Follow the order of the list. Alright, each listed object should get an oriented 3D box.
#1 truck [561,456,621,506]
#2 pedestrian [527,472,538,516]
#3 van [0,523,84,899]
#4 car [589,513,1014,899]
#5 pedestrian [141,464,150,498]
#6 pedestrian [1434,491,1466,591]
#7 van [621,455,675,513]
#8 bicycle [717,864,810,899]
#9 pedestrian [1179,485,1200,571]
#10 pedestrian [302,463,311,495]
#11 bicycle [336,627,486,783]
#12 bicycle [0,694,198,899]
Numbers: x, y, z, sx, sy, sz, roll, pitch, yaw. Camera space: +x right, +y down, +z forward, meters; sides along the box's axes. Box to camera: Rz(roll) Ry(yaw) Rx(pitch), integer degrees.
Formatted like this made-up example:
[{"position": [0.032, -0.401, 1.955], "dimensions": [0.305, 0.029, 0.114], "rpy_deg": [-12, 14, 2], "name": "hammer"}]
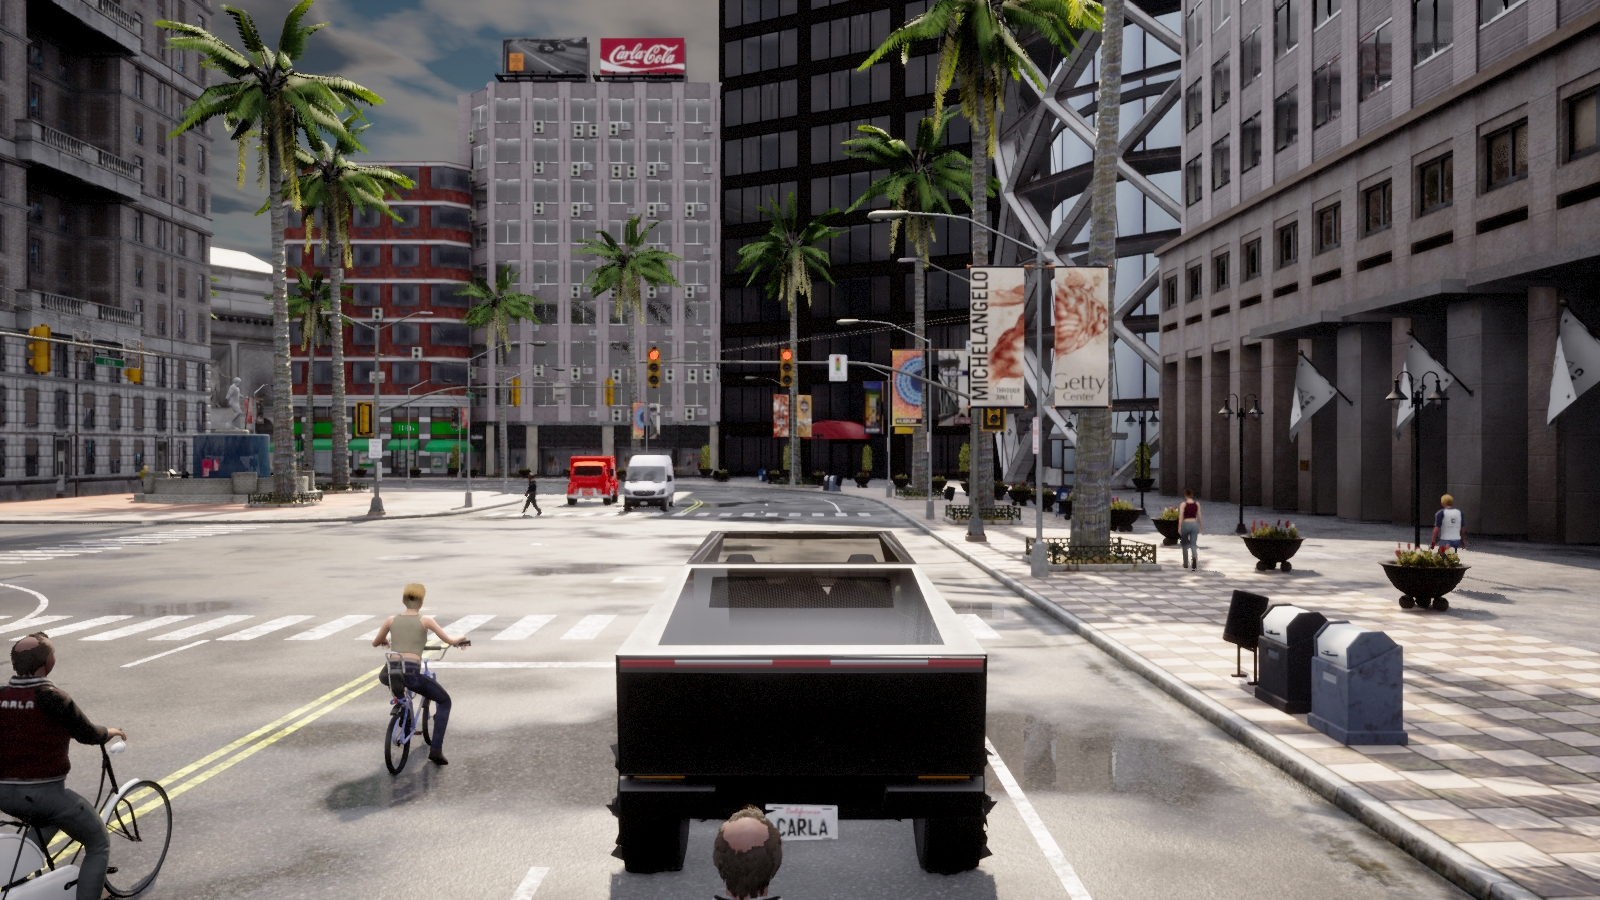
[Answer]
[{"position": [-10.821, 1.571, 59.473], "dimensions": [2.627, 2.467, 5.204], "rpy_deg": [0, 0, -5], "name": "truck"}, {"position": [-11.348, 1.849, 48.466], "dimensions": [0.375, 1.860, 0.375], "rpy_deg": [0, 0, -1], "name": "pedestrian"}, {"position": [-3.501, 1.534, 1.043], "dimensions": [1.988, 2.561, 5.915], "rpy_deg": [0, 0, 0], "name": "van"}, {"position": [0.011, 1.753, 9.550], "dimensions": [2.390, 2.098, 6.274], "rpy_deg": [0, 0, 0], "name": "car"}, {"position": [-36.125, 1.696, 63.044], "dimensions": [0.375, 1.860, 0.375], "rpy_deg": [0, 0, -16], "name": "pedestrian"}, {"position": [12.219, 1.701, 21.485], "dimensions": [0.375, 1.860, 0.375], "rpy_deg": [0, 0, -3], "name": "pedestrian"}, {"position": [-7.118, 1.535, 54.123], "dimensions": [1.988, 2.561, 5.915], "rpy_deg": [0, 0, -2], "name": "van"}, {"position": [-0.147, 2.210, 3.549], "dimensions": [0.329, 1.171, 1.835], "rpy_deg": [0, 0, 1], "name": "bicycle"}, {"position": [8.543, 1.698, 25.065], "dimensions": [0.375, 1.860, 0.375], "rpy_deg": [0, 0, 5], "name": "pedestrian"}, {"position": [-29.230, 1.698, 67.649], "dimensions": [0.375, 1.860, 0.375], "rpy_deg": [0, 0, 45], "name": "pedestrian"}, {"position": [-3.473, 2.256, 10.347], "dimensions": [0.859, 1.080, 1.487], "rpy_deg": [0, 0, 0], "name": "bicycle"}, {"position": [-4.243, 2.210, 6.662], "dimensions": [0.329, 1.171, 1.835], "rpy_deg": [0, 0, 6], "name": "bicycle"}]
